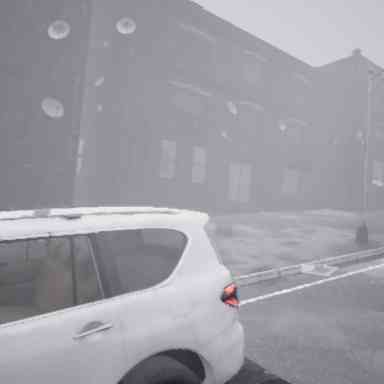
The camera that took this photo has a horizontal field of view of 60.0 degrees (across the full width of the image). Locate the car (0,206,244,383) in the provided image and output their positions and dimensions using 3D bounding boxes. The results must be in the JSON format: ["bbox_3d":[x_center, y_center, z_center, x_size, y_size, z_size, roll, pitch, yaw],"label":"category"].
[{"bbox_3d":[-2.096,1.201,2.507,5.566,2.045,2.150,-1,0,-35],"label":"car"}]
